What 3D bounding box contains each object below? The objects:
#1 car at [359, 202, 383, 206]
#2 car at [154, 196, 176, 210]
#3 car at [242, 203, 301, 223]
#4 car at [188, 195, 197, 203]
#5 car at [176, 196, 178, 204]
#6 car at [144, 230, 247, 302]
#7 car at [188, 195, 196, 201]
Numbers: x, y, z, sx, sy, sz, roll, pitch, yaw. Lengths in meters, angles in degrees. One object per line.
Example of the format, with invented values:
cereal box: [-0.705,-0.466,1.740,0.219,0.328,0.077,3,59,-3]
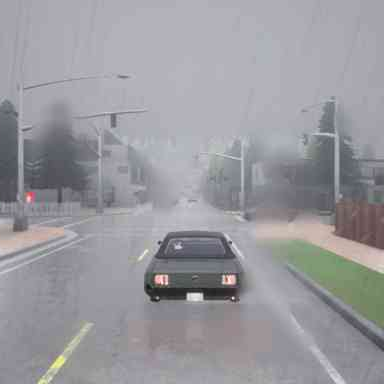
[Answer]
car: [15.317,1.582,29.258,4.718,1.301,1.895,0,0,-8]
car: [-3.572,1.352,41.988,2.097,1.767,4.553,0,0,0]
car: [5.860,1.547,24.653,4.181,1.385,1.994,0,0,-3]
car: [0.047,1.595,71.433,1.895,1.301,4.718,0,0,0]
car: [-3.561,1.526,52.222,1.812,1.442,4.674,0,0,0]
car: [0.073,1.601,8.202,1.895,1.301,4.718,0,0,0]
car: [0.051,1.478,81.469,1.882,1.535,5.008,0,0,0]
